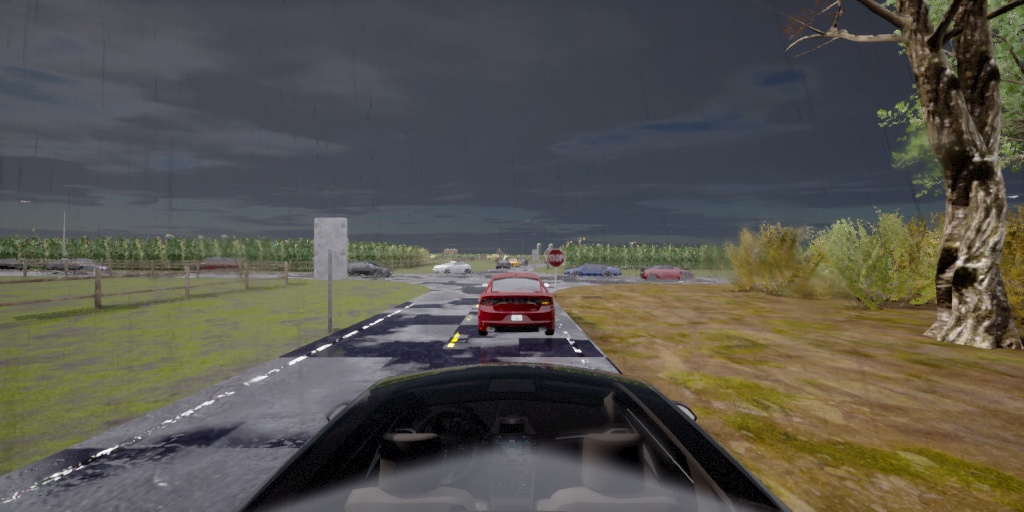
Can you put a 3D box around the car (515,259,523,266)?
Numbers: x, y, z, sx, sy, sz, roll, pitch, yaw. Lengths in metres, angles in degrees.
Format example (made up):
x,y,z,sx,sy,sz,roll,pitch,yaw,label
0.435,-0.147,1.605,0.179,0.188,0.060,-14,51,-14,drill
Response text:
x,y,z,sx,sy,sz,roll,pitch,yaw,label
0.224,1.261,64.645,1.882,1.535,5.008,0,0,10,car

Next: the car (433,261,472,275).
x,y,z,sx,sy,sz,roll,pitch,yaw,label
-6.376,1.264,39.065,1.812,1.442,4.674,1,0,40,car

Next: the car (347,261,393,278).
x,y,z,sx,sy,sz,roll,pitch,yaw,label
-12.930,1.195,31.817,4.674,1.442,1.812,0,0,6,car

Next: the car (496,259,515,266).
x,y,z,sx,sy,sz,roll,pitch,yaw,label
-1.215,1.320,54.673,2.033,1.411,5.357,0,0,6,car

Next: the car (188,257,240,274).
x,y,z,sx,sy,sz,roll,pitch,yaw,label
-30.352,0.906,36.516,4.553,1.767,2.097,0,0,2,car

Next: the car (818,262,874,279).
x,y,z,sx,sy,sz,roll,pitch,yaw,label
30.317,1.307,32.186,4.553,1.767,2.097,0,0,6,car

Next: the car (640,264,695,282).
x,y,z,sx,sy,sz,roll,pitch,yaw,label
12.983,1.404,30.139,4.181,1.385,1.994,0,0,5,car

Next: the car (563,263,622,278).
x,y,z,sx,sy,sz,roll,pitch,yaw,label
7.648,1.364,34.301,5.357,1.411,2.033,0,0,5,car

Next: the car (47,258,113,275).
x,y,z,sx,sy,sz,roll,pitch,yaw,label
-40.031,0.965,33.283,4.902,1.511,2.128,0,0,3,car

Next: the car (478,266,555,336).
x,y,z,sx,sy,sz,roll,pitch,yaw,label
0.111,1.228,10.478,1.882,1.535,5.008,0,0,0,car
